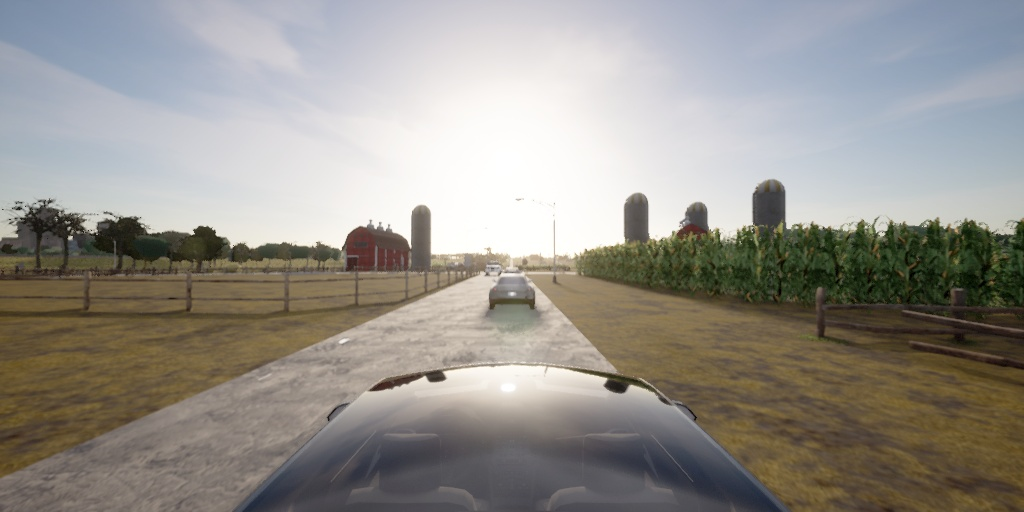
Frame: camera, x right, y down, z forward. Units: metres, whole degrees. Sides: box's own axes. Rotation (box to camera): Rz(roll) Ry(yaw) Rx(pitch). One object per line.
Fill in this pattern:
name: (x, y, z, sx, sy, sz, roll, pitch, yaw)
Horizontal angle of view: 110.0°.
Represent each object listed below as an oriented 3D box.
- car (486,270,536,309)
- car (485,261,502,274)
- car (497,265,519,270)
car: (0.011, 1.494, 16.165, 1.994, 1.385, 4.181, 0, -1, 0)
car: (-2.733, 1.784, 53.561, 2.150, 2.045, 5.566, 0, -1, 0)
car: (0.014, 1.712, 31.159, 1.994, 1.385, 4.181, 0, -1, 0)
